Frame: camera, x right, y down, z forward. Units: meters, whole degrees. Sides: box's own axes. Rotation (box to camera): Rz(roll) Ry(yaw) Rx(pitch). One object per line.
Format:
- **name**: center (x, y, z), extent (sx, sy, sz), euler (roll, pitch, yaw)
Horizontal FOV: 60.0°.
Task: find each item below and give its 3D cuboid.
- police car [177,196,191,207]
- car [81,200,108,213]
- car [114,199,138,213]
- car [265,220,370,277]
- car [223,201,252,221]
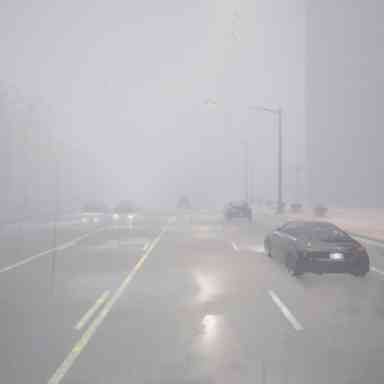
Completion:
- **police car**: center (-1.218, 1.373, 48.696), extent (1.930, 1.638, 5.238), euler (0, 0, 0)
- **car**: center (-10.581, 1.525, 36.385), extent (1.994, 1.385, 4.181), euler (0, 0, 0)
- **car**: center (-7.076, 1.487, 35.988), extent (1.812, 1.442, 4.674), euler (0, 0, 0)
- **car**: center (3.583, 1.553, 10.245), extent (1.994, 1.385, 4.181), euler (0, 0, 0)
- **car**: center (3.589, 1.463, 26.701), extent (2.128, 1.511, 4.902), euler (0, 0, 0)
